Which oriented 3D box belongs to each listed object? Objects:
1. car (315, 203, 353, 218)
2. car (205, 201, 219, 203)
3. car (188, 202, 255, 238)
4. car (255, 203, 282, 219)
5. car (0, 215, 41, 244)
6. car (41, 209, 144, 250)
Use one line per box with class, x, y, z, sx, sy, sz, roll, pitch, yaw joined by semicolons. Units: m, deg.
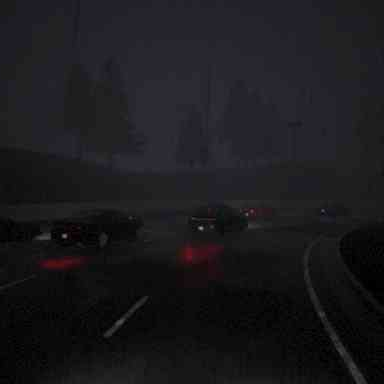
car;13.844;1.734;32.312;4.181;1.385;1.994;1;0;-37
car;2.254;1.598;31.603;1.812;1.442;4.674;0;0;41
car;1.524;1.535;18.067;2.128;1.511;4.902;0;0;27
car;6.305;1.705;30.507;1.895;1.301;4.718;0;0;44
car;-8.409;1.499;12.940;2.033;1.411;5.357;0;0;17
car;-3.853;1.470;14.544;1.882;1.535;5.008;0;0;19
